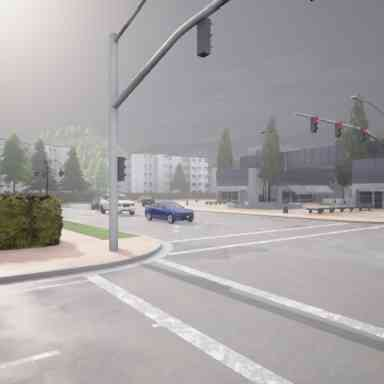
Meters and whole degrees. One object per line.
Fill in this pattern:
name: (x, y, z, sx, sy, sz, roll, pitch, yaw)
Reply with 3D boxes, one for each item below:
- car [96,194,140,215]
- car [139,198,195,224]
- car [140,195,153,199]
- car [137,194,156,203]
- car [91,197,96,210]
car: (-7.601, 1.221, 33.554, 2.150, 2.045, 5.566, 0, 0, -32)
car: (-1.792, 1.478, 25.376, 1.882, 1.535, 5.008, 0, 0, -37)
car: (-7.057, 1.477, 53.932, 1.882, 1.535, 5.008, 0, 0, -7)
car: (-9.288, 1.352, 68.133, 2.097, 1.767, 4.553, 0, 0, 15)
car: (-11.915, 1.352, 42.940, 2.097, 1.767, 4.553, 0, 0, -17)
